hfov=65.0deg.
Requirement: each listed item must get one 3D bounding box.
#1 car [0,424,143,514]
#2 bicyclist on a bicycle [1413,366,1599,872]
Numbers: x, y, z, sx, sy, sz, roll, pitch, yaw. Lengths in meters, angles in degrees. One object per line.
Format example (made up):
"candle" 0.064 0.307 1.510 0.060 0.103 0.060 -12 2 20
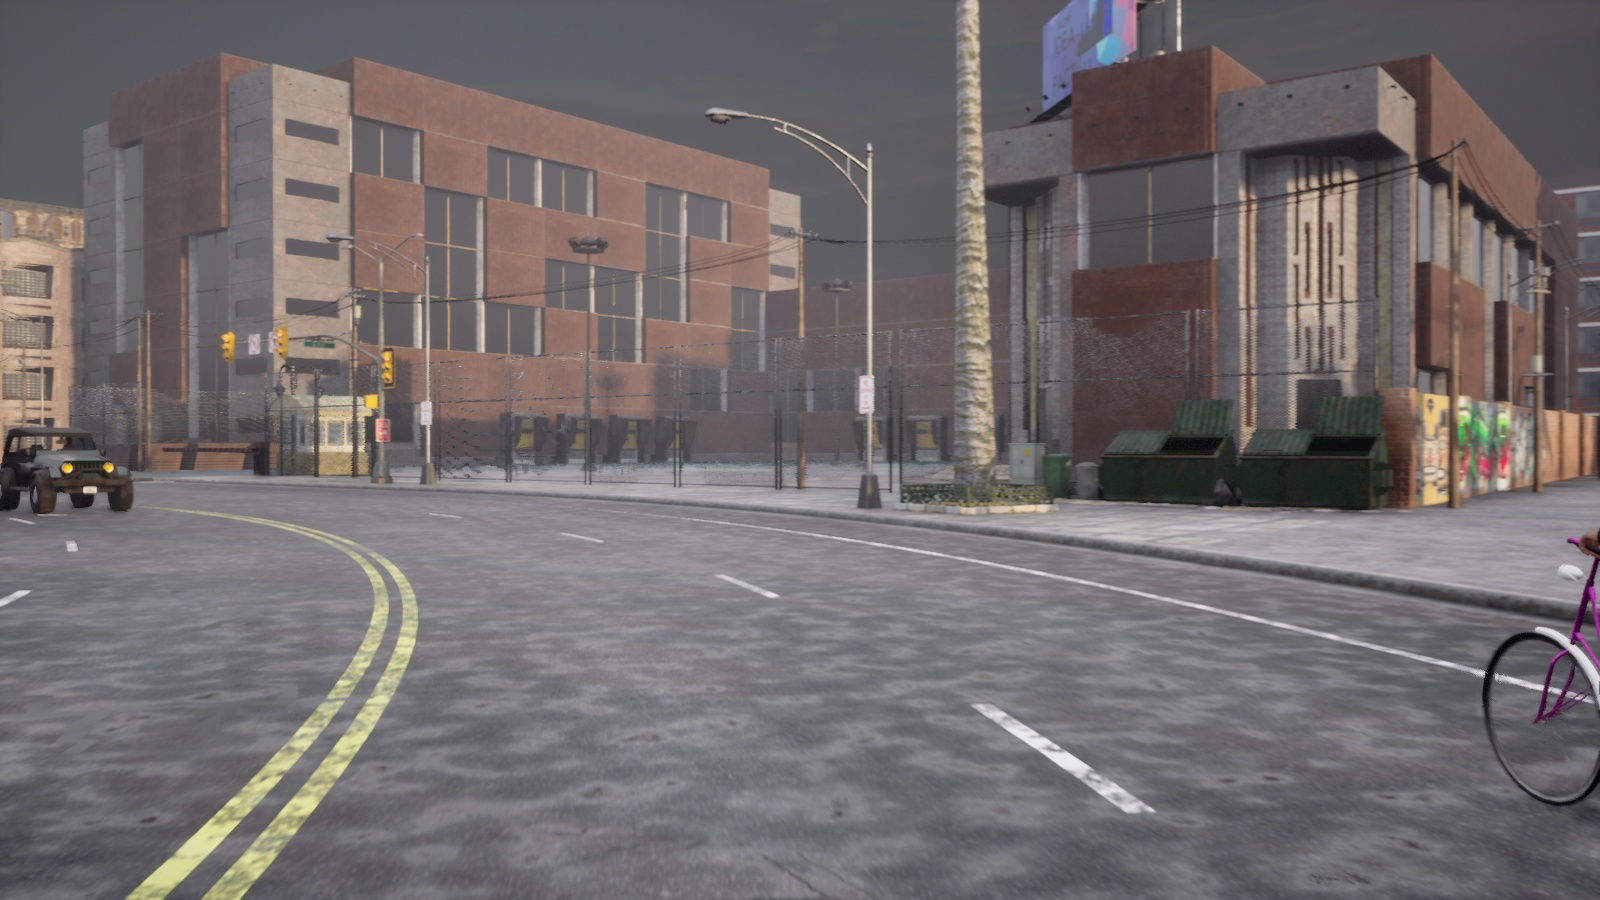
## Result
"car" -16.544 0.384 28.212 3.866 1.878 1.905 0 0 42
"bicyclist on a bicycle" 3.111 0.591 4.599 0.659 1.776 1.843 0 1 -7
